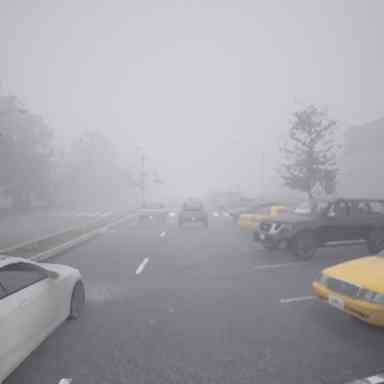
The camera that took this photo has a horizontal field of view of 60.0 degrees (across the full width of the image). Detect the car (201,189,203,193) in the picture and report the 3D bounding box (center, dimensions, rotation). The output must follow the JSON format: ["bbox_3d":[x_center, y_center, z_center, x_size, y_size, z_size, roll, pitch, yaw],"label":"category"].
[{"bbox_3d":[5.024,0.888,57.391,5.566,2.045,2.435,1,0,-20],"label":"car"}]

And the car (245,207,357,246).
[{"bbox_3d":[5.054,1.505,15.461,4.674,1.452,2.002,1,1,-20],"label":"car"}]

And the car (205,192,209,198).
[{"bbox_3d":[5.000,1.212,48.428,4.892,1.521,2.231,1,0,-20],"label":"car"}]

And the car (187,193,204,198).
[{"bbox_3d":[0.045,1.270,41.233,2.128,1.511,4.902,0,0,0],"label":"car"}]

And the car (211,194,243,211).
[{"bbox_3d":[4.997,1.336,36.463,4.792,1.488,2.163,1,1,-20],"label":"car"}]

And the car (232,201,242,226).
[{"bbox_3d":[5.217,1.446,18.534,5.366,1.575,1.946,1,0,-20],"label":"car"}]

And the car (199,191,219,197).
[{"bbox_3d":[4.775,0.517,93.120,5.366,1.575,1.946,0,2,-20],"label":"car"}]

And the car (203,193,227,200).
[{"bbox_3d":[5.001,0.986,72.317,4.792,1.488,2.163,0,1,-20],"label":"car"}]

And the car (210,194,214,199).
[{"bbox_3d":[5.014,1.323,39.482,4.674,1.452,2.002,1,0,-20],"label":"car"}]

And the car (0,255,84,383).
[{"bbox_3d":[-2.906,1.533,4.318,1.812,1.442,4.674,0,0,0],"label":"car"}]

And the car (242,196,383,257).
[{"bbox_3d":[5.031,1.232,12.440,5.566,2.045,2.435,1,1,-20],"label":"car"}]

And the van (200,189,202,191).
[{"bbox_3d":[4.862,0.623,78.216,4.442,1.987,1.878,0,2,-20],"label":"van"}]

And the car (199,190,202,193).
[{"bbox_3d":[4.807,0.996,69.247,5.366,1.575,1.946,1,1,-20],"label":"car"}]

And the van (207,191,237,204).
[{"bbox_3d":[4.893,0.937,54.348,4.442,1.987,1.878,1,1,-20],"label":"van"}]

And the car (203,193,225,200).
[{"bbox_3d":[4.966,0.943,75.289,4.674,1.452,2.002,0,1,-20],"label":"car"}]

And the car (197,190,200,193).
[{"bbox_3d":[4.782,0.653,87.155,5.366,1.575,1.946,0,2,-20],"label":"car"}]

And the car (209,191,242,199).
[{"bbox_3d":[4.986,1.133,42.452,4.553,1.767,2.185,1,0,-20],"label":"car"}]

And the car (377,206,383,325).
[{"bbox_3d":[5.094,1.243,3.460,5.566,2.045,2.435,1,0,-20],"label":"car"}]

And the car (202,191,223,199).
[{"bbox_3d":[4.936,0.662,81.245,4.553,1.767,2.185,0,1,-20],"label":"car"}]

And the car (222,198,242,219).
[{"bbox_3d":[5.012,1.432,24.458,4.792,1.488,2.163,1,1,-20],"label":"car"}]

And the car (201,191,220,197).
[{"bbox_3d":[4.978,0.619,90.217,4.792,1.488,2.163,0,1,-20],"label":"car"}]

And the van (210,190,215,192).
[{"bbox_3d":[5.122,1.010,45.487,4.442,1.987,1.878,1,0,-20],"label":"van"}]

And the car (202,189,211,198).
[{"bbox_3d":[4.981,0.936,51.394,5.566,2.045,2.435,1,1,-20],"label":"car"}]

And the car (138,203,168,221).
[{"bbox_3d":[-2.935,1.502,26.054,1.895,1.301,4.718,0,0,0],"label":"car"}]

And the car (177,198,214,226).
[{"bbox_3d":[0.071,1.405,22.148,2.128,1.511,4.902,0,0,0],"label":"car"}]

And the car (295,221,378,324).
[{"bbox_3d":[4.890,1.489,6.387,5.366,1.575,1.946,1,0,-20],"label":"car"}]
